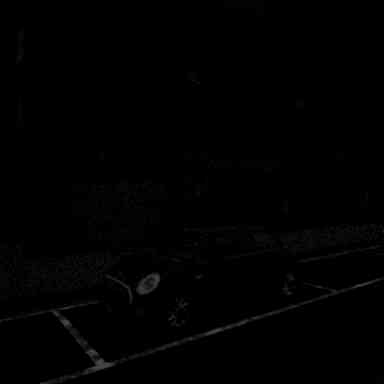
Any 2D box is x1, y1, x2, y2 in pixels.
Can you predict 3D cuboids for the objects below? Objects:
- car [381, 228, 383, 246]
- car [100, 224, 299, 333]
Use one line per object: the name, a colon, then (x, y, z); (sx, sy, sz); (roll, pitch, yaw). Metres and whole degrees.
car: (9.221, 1.427, 13.113); (4.097, 1.590, 1.967); (0, 0, -36)
car: (0.264, 1.437, 6.723); (4.097, 1.590, 1.967); (0, 0, -36)
